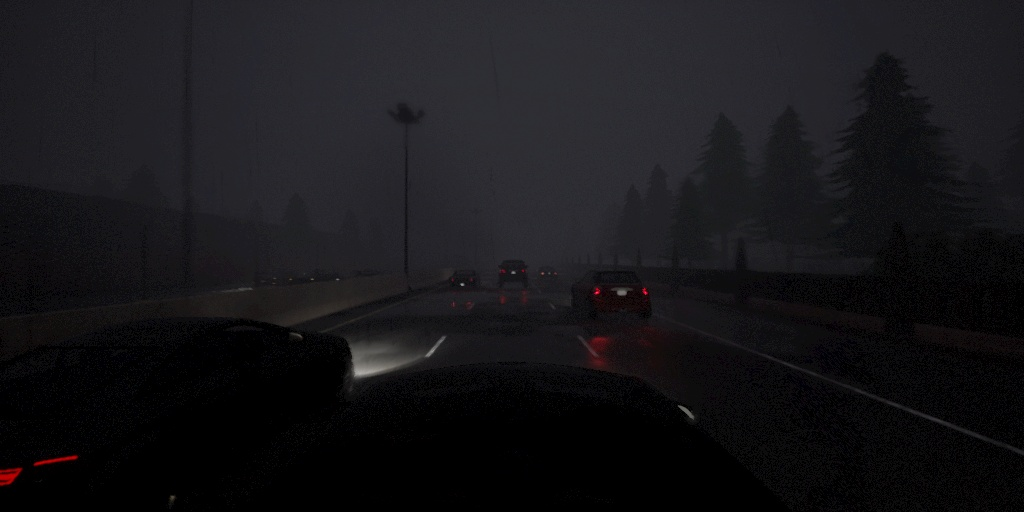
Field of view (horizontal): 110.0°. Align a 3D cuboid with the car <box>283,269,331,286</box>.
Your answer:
[{"bbox_3d":[-14.102,1.669,26.171,1.895,1.301,4.718,0,-1,0],"label":"car"}]

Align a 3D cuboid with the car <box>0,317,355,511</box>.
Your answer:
[{"bbox_3d":[-3.401,1.342,3.832,1.994,1.385,4.181,0,-1,0],"label":"car"}]

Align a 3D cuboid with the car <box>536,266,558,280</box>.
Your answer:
[{"bbox_3d":[3.597,1.760,37.165,2.033,1.411,5.357,0,-1,0],"label":"car"}]

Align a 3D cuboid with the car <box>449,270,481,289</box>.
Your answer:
[{"bbox_3d":[-3.402,1.678,26.782,1.895,1.301,4.718,0,-1,0],"label":"car"}]

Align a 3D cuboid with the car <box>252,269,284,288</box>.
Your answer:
[{"bbox_3d":[-17.600,1.647,27.374,1.994,1.385,4.181,0,-1,0],"label":"car"}]

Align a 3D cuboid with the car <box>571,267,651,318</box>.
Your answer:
[{"bbox_3d":[3.599,1.260,13.857,2.097,1.767,4.553,0,-1,0],"label":"car"}]

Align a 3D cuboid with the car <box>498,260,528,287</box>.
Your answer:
[{"bbox_3d":[0.097,1.323,28.597,2.150,2.045,5.566,0,-1,0],"label":"car"}]

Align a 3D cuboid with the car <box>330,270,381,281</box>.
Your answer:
[{"bbox_3d":[-10.602,1.660,25.452,1.895,1.301,4.718,0,-1,0],"label":"car"}]
